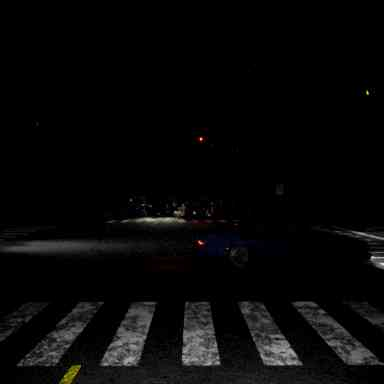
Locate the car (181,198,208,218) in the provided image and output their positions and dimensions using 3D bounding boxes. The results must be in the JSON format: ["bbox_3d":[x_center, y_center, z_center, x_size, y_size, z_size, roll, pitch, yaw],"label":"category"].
[{"bbox_3d":[0.283,1.527,29.740,1.812,1.442,4.674,0,0,2],"label":"car"}]

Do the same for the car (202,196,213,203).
[{"bbox_3d":[3.084,1.551,67.336,2.008,1.369,4.403,0,0,0],"label":"car"}]

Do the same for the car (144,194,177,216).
[{"bbox_3d":[-2.944,1.354,32.071,2.097,1.767,4.553,0,0,2],"label":"car"}]

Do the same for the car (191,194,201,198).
[{"bbox_3d":[0.482,1.566,62.344,1.994,1.385,4.181,0,0,1],"label":"car"}]

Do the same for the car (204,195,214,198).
[{"bbox_3d":[2.942,1.443,44.659,1.967,1.590,4.097,0,0,0],"label":"car"}]

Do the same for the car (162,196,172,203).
[{"bbox_3d":[-5.406,1.543,73.049,1.887,1.381,4.507,0,0,0],"label":"car"}]

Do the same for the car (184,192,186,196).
[{"bbox_3d":[-2.666,1.354,62.362,2.097,1.767,4.553,0,0,1],"label":"car"}]

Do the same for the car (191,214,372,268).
[{"bbox_3d":[2.699,1.554,10.647,5.357,1.411,2.033,0,0,0],"label":"car"}]

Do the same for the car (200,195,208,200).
[{"bbox_3d":[3.226,1.558,90.013,1.947,1.339,4.313,0,0,0],"label":"car"}]

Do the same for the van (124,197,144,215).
[{"bbox_3d":[-5.654,1.343,33.372,1.690,1.788,3.998,0,0,0],"label":"van"}]

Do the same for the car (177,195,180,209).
[{"bbox_3d":[-2.840,1.481,42.009,1.882,1.535,5.008,0,0,1],"label":"car"}]

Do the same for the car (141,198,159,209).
[{"bbox_3d":[-5.583,1.569,44.709,1.947,1.339,4.313,0,0,0],"label":"car"}]

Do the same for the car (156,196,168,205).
[{"bbox_3d":[-5.478,1.527,61.543,1.752,1.417,4.829,0,0,0],"label":"car"}]

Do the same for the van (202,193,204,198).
[{"bbox_3d":[3.013,1.344,55.998,1.690,1.788,3.998,0,0,0],"label":"van"}]

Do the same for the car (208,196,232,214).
[{"bbox_3d":[2.871,1.442,33.321,1.967,1.590,4.097,0,0,0],"label":"car"}]

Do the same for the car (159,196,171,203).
[{"bbox_3d":[-5.441,1.567,67.382,1.947,1.339,4.313,0,0,0],"label":"car"}]

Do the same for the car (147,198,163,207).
[{"bbox_3d":[-5.548,1.585,50.377,1.802,1.307,4.206,0,0,0],"label":"car"}]

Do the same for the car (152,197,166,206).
[{"bbox_3d":[-5.512,1.569,56.045,1.947,1.339,4.313,0,0,0],"label":"car"}]

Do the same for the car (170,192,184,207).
[{"bbox_3d":[-2.772,1.225,52.136,2.150,2.045,5.566,0,0,1],"label":"car"}]

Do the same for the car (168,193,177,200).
[{"bbox_3d":[-5.299,1.307,90.055,2.192,1.841,5.009,0,0,0],"label":"car"}]

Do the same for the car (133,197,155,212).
[{"bbox_3d":[-5.619,1.443,39.041,1.967,1.590,4.097,0,0,0],"label":"car"}]
